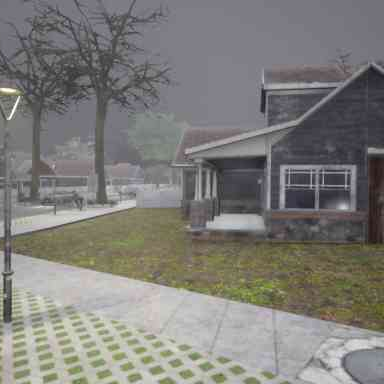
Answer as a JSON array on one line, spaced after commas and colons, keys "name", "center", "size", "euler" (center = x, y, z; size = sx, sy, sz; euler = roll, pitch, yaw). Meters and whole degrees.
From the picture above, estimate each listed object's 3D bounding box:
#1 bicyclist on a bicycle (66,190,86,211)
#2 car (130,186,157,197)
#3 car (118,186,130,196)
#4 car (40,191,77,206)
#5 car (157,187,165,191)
[{"name": "bicyclist on a bicycle", "center": [-9.059, 0.697, 25.922], "size": [1.656, 1.620, 0.582], "euler": [1, 2, 10]}, {"name": "car", "center": [-7.454, 0.045, 51.112], "size": [1.895, 1.301, 4.718], "euler": [1, 2, 11]}, {"name": "car", "center": [-10.050, -0.149, 52.690], "size": [2.128, 1.511, 4.902], "euler": [1, 2, 11]}, {"name": "car", "center": [-13.553, 0.591, 33.916], "size": [1.994, 1.385, 4.181], "euler": [1, 3, 11]}, {"name": "car", "center": [-5.708, -0.281, 60.964], "size": [1.895, 1.301, 4.718], "euler": [1, 2, 10]}]
